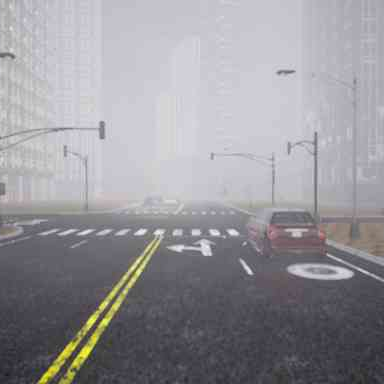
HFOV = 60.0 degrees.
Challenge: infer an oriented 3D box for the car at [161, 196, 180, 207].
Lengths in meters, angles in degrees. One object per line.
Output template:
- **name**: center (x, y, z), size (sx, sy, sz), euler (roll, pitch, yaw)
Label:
- **car**: center (-3.320, 1.517, 51.585), size (1.812, 1.442, 4.674), euler (0, 0, 0)

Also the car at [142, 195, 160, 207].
- **car**: center (-6.568, 1.498, 51.562), size (1.837, 1.490, 4.892), euler (0, 0, 0)

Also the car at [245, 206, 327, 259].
- **car**: center (3.350, 1.358, 12.734), size (2.097, 1.767, 4.553), euler (0, 0, 0)
